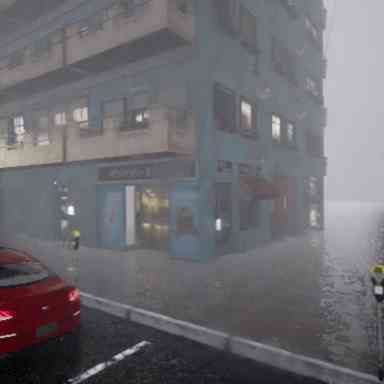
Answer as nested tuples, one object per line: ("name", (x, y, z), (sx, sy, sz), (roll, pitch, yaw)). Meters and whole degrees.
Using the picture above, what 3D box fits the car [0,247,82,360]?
("car", (-3.504, 1.564, 5.384), (4.206, 1.307, 1.802), (0, 0, 36))
